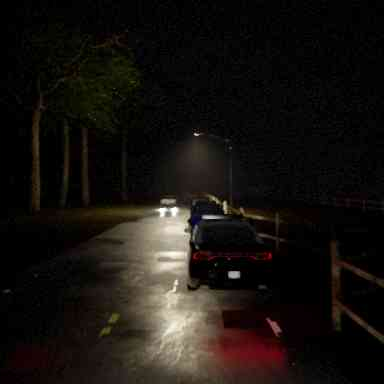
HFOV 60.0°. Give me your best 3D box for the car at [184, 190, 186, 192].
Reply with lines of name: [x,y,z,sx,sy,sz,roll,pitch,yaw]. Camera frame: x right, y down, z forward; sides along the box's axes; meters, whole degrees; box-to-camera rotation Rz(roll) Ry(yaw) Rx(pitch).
car: [-0.047,0.677,64.607,1.994,1.385,4.181,0,1,0]

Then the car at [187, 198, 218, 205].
car: [0.812,1.343,18.967,1.882,1.535,5.008,0,1,0]

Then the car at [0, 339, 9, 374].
car: [-2.849,1.544,1.150,2.033,1.411,5.357,0,0,0]

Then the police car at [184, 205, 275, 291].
police car: [0.819,1.386,9.075,1.930,1.638,5.238,0,0,0]

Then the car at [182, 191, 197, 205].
car: [-0.015,1.016,45.275,2.033,1.411,5.357,0,1,0]

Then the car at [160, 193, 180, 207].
car: [-2.878,1.130,41.589,1.895,1.301,4.718,0,1,0]

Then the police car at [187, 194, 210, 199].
police car: [0.807,1.206,25.078,1.930,1.638,5.238,0,1,0]
